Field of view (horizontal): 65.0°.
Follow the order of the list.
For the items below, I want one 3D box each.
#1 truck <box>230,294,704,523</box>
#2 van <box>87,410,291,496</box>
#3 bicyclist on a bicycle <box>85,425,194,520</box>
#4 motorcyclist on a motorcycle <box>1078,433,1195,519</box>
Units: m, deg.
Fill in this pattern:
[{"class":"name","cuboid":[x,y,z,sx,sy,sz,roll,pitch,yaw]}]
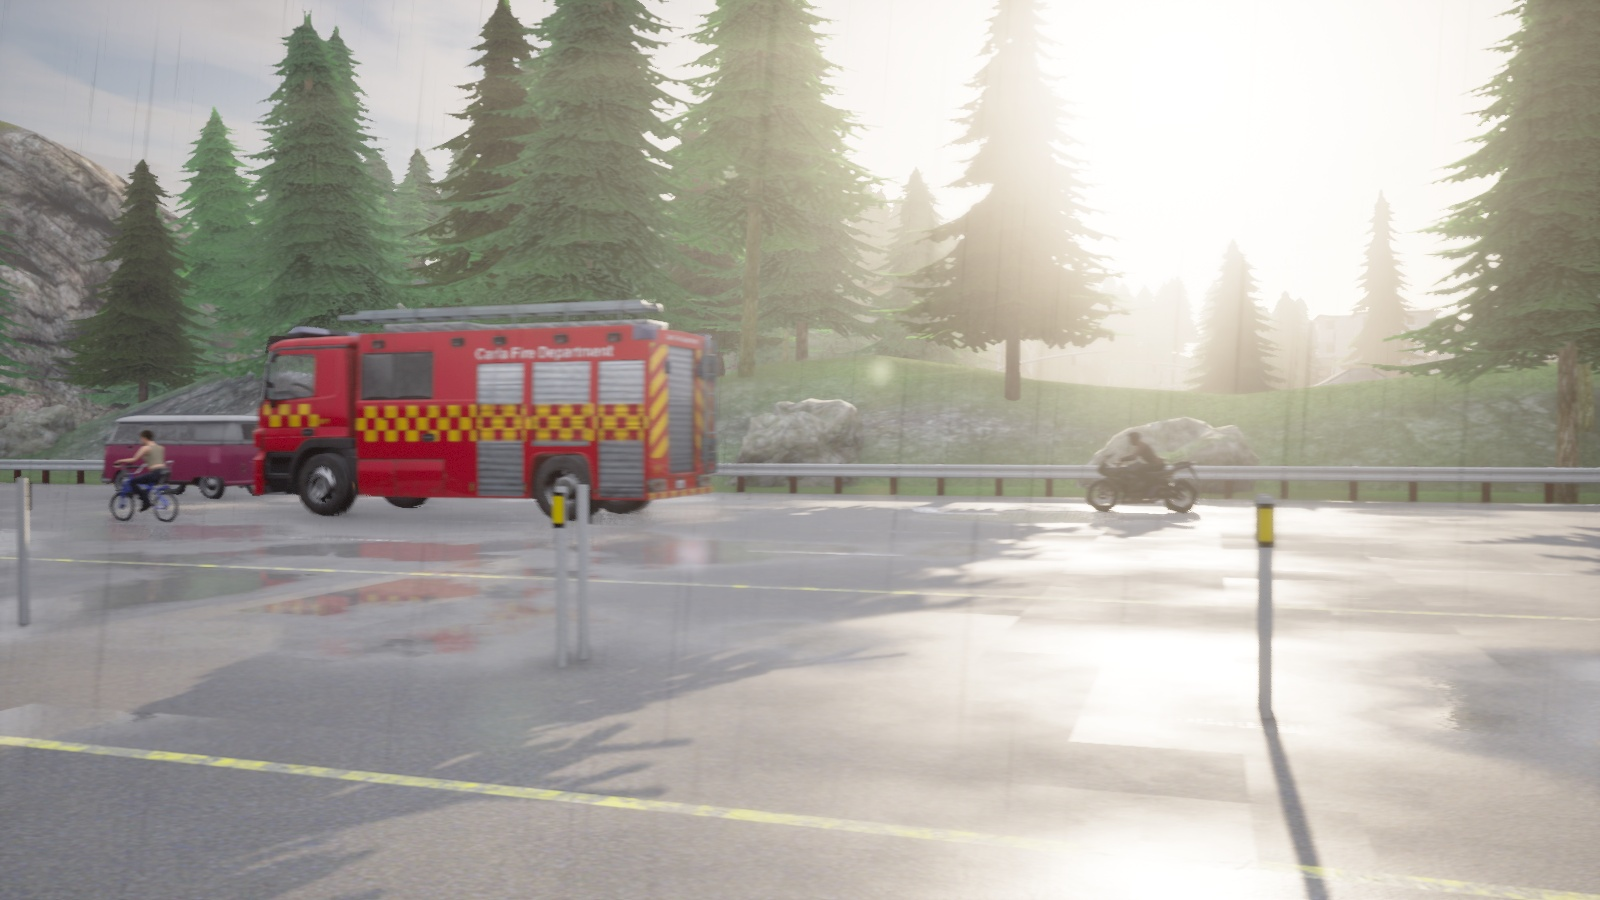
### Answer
[{"class":"truck","cuboid":[-6.286,-0.743,23.755,8.468,3.827,2.891,0,1,19]},{"class":"van","cuboid":[-14.724,0.039,30.300,4.442,1.987,1.775,1,1,19]},{"class":"bicyclist on a bicycle","cuboid":[-11.475,0.370,21.830,1.509,1.612,0.866,0,1,18]},{"class":"motorcyclist on a motorcycle","cuboid":[6.234,0.460,23.251,2.044,1.523,0.797,1,1,19]}]
